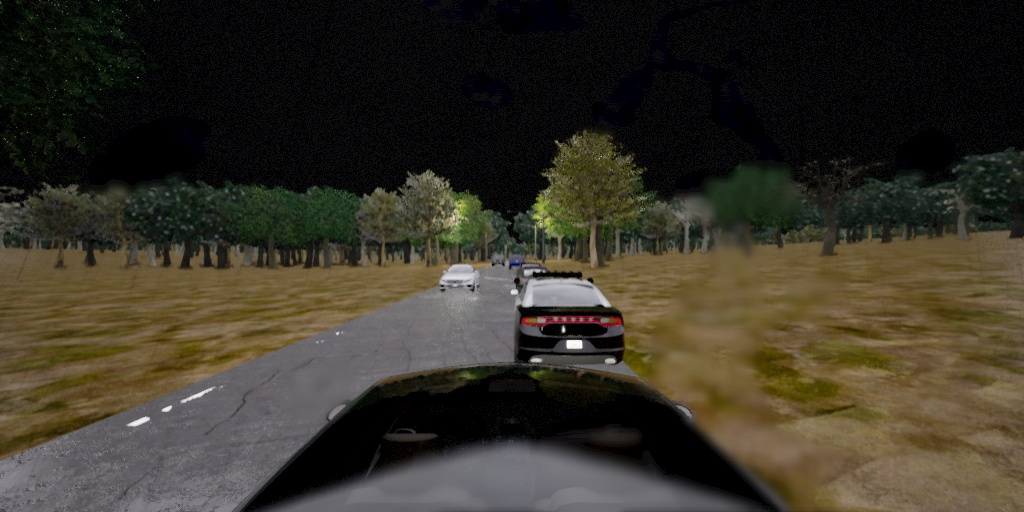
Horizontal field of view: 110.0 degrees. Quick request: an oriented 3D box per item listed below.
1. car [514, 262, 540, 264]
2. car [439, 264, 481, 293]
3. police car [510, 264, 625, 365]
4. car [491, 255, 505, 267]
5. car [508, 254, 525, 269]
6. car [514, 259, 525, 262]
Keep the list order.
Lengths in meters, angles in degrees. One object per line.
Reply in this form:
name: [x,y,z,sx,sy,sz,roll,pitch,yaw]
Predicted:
car: [1.119,1.208,18.002,1.812,1.442,4.674,0,0,1]
car: [-2.848,1.198,20.424,1.812,1.442,4.674,0,0,1]
police car: [0.996,1.147,8.111,1.930,1.638,5.238,0,0,1]
car: [-2.313,0.765,61.149,2.150,2.045,5.566,0,0,1]
car: [0.674,0.797,50.096,2.150,2.045,5.566,0,0,1]
car: [1.193,1.166,24.001,1.837,1.490,4.892,0,0,1]
